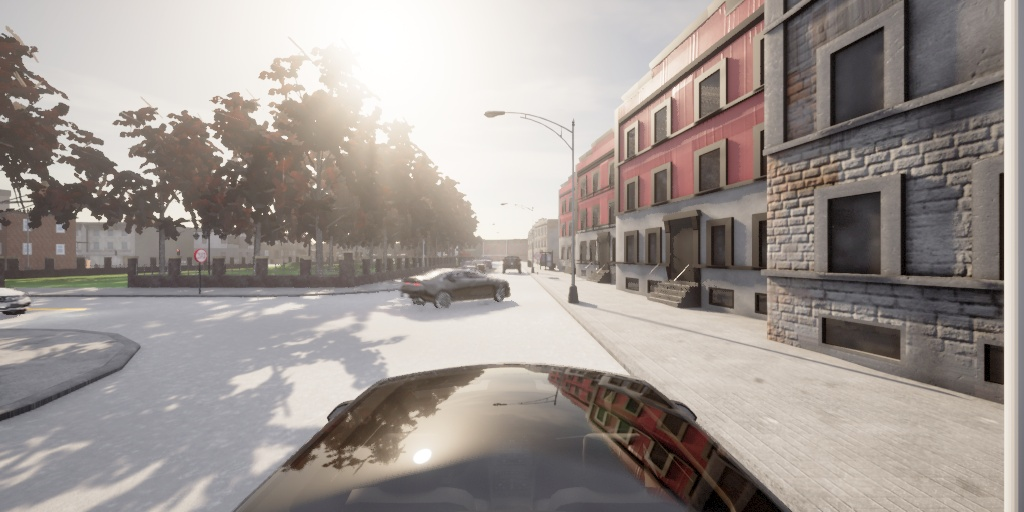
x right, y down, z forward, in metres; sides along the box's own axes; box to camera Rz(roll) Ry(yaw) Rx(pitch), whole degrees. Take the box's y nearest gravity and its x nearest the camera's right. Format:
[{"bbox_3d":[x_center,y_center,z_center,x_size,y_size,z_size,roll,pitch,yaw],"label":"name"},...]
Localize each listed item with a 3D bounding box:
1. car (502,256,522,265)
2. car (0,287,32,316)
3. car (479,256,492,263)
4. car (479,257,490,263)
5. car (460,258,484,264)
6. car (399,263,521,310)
[{"bbox_3d":[-0.007,0.971,43.970,2.150,2.045,5.566,0,0,0],"label":"car"},{"bbox_3d":[-18.221,1.276,11.217,4.674,1.442,1.812,0,0,0],"label":"car"},{"bbox_3d":[-4.205,0.971,55.051,2.150,2.045,5.566,0,0,0],"label":"car"},{"bbox_3d":[-4.205,1.227,44.317,1.882,1.535,5.008,0,0,0],"label":"car"},{"bbox_3d":[-4.184,1.241,34.169,2.128,1.511,4.902,0,0,0],"label":"car"},{"bbox_3d":[-2.182,1.241,14.849,4.902,1.511,2.128,0,1,-45],"label":"car"}]
